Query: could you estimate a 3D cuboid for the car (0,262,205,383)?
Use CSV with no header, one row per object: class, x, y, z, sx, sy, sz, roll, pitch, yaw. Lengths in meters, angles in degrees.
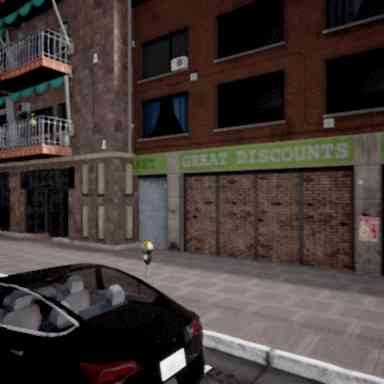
car,-1.860,1.601,4.197,4.313,1.339,1.947,-1,0,36
